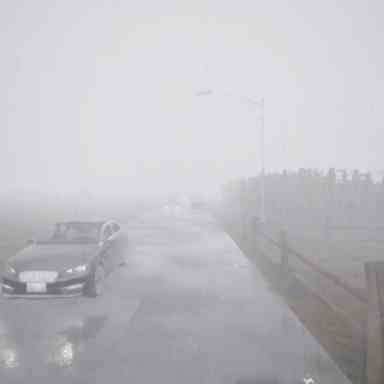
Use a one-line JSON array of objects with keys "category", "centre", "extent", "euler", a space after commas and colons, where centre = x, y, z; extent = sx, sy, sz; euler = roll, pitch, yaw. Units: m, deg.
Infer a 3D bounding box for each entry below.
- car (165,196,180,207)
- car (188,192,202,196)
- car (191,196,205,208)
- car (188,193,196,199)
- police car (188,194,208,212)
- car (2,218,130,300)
[{"category": "car", "centre": [-2.840, 1.371, 49.529], "extent": [1.837, 1.490, 4.892], "euler": [0, 1, 0]}, {"category": "car", "centre": [0.806, 1.070, 54.165], "extent": [2.150, 2.045, 5.566], "euler": [0, 0, 0]}, {"category": "car", "centre": [0.810, 1.379, 48.136], "extent": [1.837, 1.490, 4.892], "euler": [0, 0, 0]}, {"category": "car", "centre": [-0.027, 1.121, 89.937], "extent": [2.128, 1.511, 4.902], "euler": [0, 0, 0]}, {"category": "police car", "centre": [0.813, 1.336, 38.246], "extent": [1.930, 1.638, 5.238], "euler": [0, 0, 0]}, {"category": "car", "centre": [-2.852, 1.481, 8.546], "extent": [2.128, 1.511, 4.902], "euler": [0, 0, 0]}]
